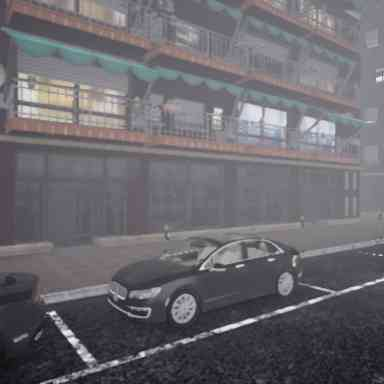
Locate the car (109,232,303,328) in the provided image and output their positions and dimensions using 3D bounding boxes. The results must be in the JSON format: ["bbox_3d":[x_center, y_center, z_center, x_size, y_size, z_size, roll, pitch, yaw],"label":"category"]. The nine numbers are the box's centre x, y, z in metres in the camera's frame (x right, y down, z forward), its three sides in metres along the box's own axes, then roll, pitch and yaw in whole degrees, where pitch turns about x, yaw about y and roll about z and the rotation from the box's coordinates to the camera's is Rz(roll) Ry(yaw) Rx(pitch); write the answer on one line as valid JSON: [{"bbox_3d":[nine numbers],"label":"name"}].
[{"bbox_3d":[0.487,1.563,6.908,4.403,1.369,2.008,0,0,-36],"label":"car"}]

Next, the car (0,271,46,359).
[{"bbox_3d":[-4.021,1.548,3.691,4.403,1.369,2.008,0,0,-36],"label":"car"}]
